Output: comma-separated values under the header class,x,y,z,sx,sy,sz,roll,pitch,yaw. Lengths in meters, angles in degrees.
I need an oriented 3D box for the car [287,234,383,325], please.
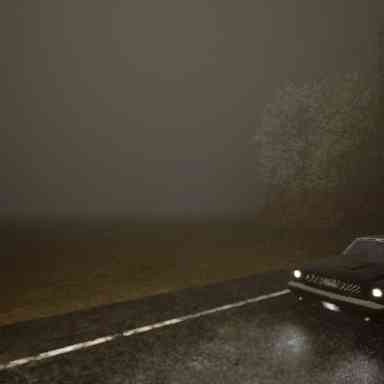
class,x,y,z,sx,sy,sz,roll,pitch,yaw
car,4.126,1.608,6.838,4.718,1.301,1.895,0,0,-35
